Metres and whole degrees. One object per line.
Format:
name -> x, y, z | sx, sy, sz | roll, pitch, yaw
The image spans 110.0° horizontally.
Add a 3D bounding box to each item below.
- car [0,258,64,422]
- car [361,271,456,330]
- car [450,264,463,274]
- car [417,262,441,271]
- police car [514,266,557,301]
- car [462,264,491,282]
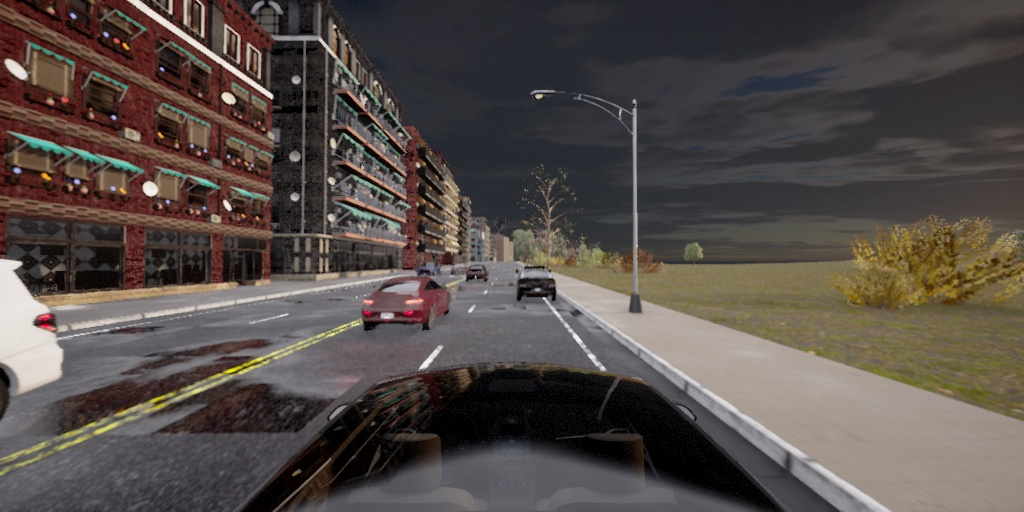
car -> -6.602, 0.974, 2.005 | 2.150, 2.045, 5.566 | 0, -1, 0
car -> -3.141, 1.369, 11.336 | 1.812, 1.442, 4.674 | 0, -1, 0
car -> -6.547, 1.691, 45.188 | 1.812, 1.442, 4.674 | 0, -1, 0
car -> -9.801, 1.492, 42.537 | 2.097, 1.767, 4.553 | 0, -1, 0
police car -> 1.157, 1.339, 18.667 | 1.930, 1.638, 5.238 | 0, -1, 0
car -> -3.113, 1.557, 33.100 | 1.837, 1.490, 4.892 | 0, 0, 0
